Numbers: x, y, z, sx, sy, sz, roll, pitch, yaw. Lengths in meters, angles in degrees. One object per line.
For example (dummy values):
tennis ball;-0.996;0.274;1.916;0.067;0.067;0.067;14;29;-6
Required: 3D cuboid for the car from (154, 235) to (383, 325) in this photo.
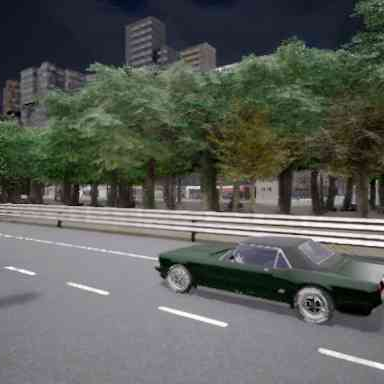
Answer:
car;1.461;1.602;7.127;4.718;1.301;1.895;0;0;36
